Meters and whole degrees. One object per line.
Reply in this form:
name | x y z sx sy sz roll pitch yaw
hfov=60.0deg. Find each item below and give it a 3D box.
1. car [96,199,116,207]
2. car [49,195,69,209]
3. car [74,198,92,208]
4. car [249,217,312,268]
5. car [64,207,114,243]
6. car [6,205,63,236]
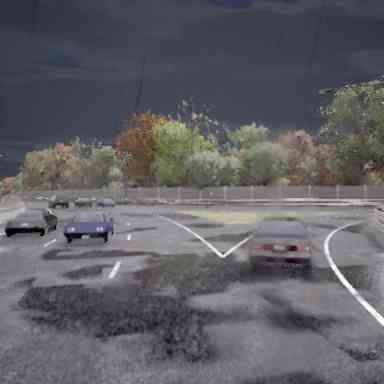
car | -13.914 1.754 53.556 2.033 1.411 5.357 0 0 -31
car | -20.066 1.439 50.212 2.150 2.045 5.566 0 0 -31
car | -16.982 1.689 51.871 1.882 1.535 5.008 0 0 -31
car | 3.106 1.571 11.477 2.033 1.411 5.357 0 0 17
car | -4.941 1.667 16.615 1.895 1.301 4.718 0 0 -9
car | -8.986 1.651 19.034 1.994 1.385 4.181 0 0 -11
